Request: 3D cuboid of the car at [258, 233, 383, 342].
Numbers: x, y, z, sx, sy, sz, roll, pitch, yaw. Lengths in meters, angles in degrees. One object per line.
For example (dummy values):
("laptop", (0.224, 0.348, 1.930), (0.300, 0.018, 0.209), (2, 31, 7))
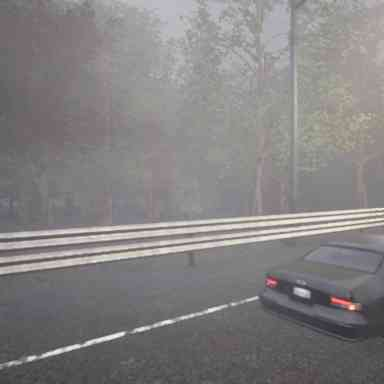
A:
("car", (3.660, 1.527, 6.377), (5.357, 1.411, 2.033), (0, 0, -36))
